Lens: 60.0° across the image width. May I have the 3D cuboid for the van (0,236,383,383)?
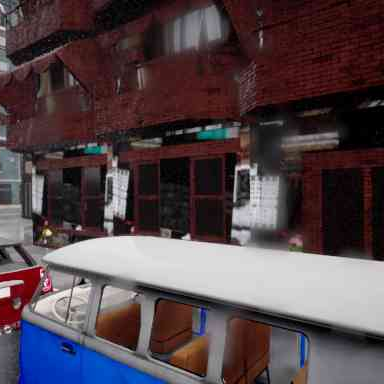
[{"bbox_3d":[0.266,1.341,2.543,3.998,1.788,1.690,0,-1,35],"label":"van"}]
